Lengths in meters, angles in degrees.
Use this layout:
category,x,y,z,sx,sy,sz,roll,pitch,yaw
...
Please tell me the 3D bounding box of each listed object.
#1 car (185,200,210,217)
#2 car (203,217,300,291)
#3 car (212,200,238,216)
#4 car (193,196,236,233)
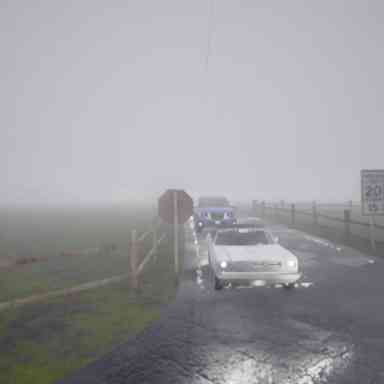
category,x,y,z,sx,sy,sz,roll,pitch,yaw
car,0.483,1.629,34.292,2.033,1.411,5.357,-1,0,-5
car,1.409,1.619,9.236,1.895,1.301,4.718,-1,0,0
car,3.336,1.572,34.412,1.812,1.442,4.674,-1,0,-5
car,1.257,1.264,20.332,2.150,2.045,5.566,-1,0,-2
